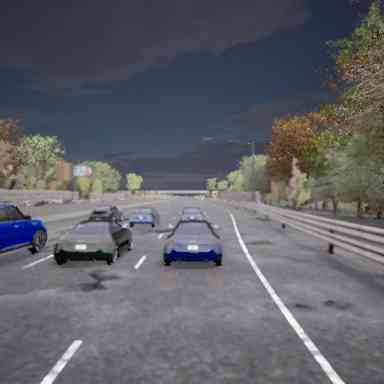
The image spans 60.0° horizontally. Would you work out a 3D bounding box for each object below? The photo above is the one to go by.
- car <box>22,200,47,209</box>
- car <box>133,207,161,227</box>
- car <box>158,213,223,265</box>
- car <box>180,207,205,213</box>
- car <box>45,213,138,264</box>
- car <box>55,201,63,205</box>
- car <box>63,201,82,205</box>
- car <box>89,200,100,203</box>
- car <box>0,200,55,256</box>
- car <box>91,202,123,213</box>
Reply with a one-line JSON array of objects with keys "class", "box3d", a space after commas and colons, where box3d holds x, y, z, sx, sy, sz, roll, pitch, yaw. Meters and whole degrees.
[{"class": "car", "box3d": [-28.006, 2.219, 59.449, 2.128, 1.511, 4.902, 0, -1, 1]}, {"class": "car", "box3d": [-3.467, 1.839, 25.127, 2.033, 1.411, 5.357, 0, -1, 1]}, {"class": "car", "box3d": [0.049, 1.705, 12.262, 1.994, 1.385, 4.181, 0, -1, 1]}, {"class": "car", "box3d": [0.033, 1.839, 25.135, 2.033, 1.411, 5.357, 0, -1, 1]}, {"class": "car", "box3d": [-3.450, 1.707, 12.377, 1.994, 1.385, 4.181, 0, -1, 0]}, {"class": "car", "box3d": [-24.500, 2.324, 59.880, 1.895, 1.301, 4.718, 0, -1, 0]}, {"class": "car", "box3d": [-21.003, 2.325, 59.962, 1.895, 1.301, 4.718, 0, -1, 1]}, {"class": "car", "box3d": [-17.514, 2.253, 60.154, 1.812, 1.442, 4.674, 0, -1, 1]}, {"class": "car", "box3d": [-6.961, 1.351, 11.146, 2.150, 2.045, 5.566, 0, 0, 1]}, {"class": "car", "box3d": [-6.947, 1.823, 27.305, 1.837, 1.490, 4.892, 0, 0, 0]}]
